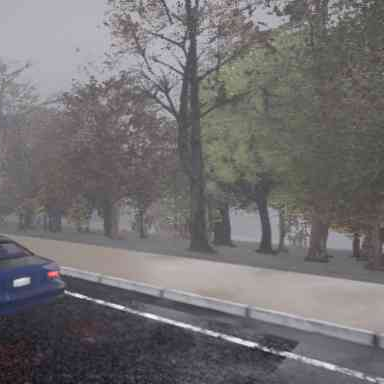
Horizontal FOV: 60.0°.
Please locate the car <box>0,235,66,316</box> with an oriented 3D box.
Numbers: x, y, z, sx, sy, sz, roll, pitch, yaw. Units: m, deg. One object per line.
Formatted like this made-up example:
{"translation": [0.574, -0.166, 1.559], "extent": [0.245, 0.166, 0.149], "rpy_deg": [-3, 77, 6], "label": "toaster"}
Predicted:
{"translation": [-4.946, 1.607, 7.173], "extent": [5.357, 1.411, 2.033], "rpy_deg": [0, 0, 36], "label": "car"}
